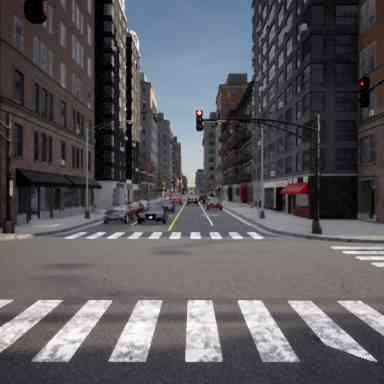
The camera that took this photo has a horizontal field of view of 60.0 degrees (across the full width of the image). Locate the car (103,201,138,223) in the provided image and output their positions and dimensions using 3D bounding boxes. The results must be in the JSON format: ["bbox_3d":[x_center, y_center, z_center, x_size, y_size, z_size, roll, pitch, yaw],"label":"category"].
[{"bbox_3d":[-5.365,1.545,24.838,2.008,1.369,4.403,0,0,0],"label":"car"}]

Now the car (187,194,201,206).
[{"bbox_3d":[0.102,1.482,54.960,1.837,1.490,4.892,0,0,0],"label":"car"}]

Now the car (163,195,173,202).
[{"bbox_3d":[-5.320,1.490,73.753,1.752,1.417,4.829,0,0,0],"label":"car"}]

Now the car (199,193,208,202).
[{"bbox_3d":[2.709,1.279,79.365,2.192,1.841,5.009,0,0,0],"label":"car"}]

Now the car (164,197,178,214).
[{"bbox_3d":[-2.817,1.553,35.467,1.994,1.385,4.181,0,0,0],"label":"car"}]

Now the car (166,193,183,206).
[{"bbox_3d":[-2.739,1.200,55.099,2.150,2.045,5.566,0,0,1],"label":"car"}]

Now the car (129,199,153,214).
[{"bbox_3d":[-5.355,1.515,35.576,1.752,1.417,4.829,0,0,0],"label":"car"}]

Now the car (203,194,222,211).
[{"bbox_3d":[2.676,1.426,41.185,1.967,1.590,4.097,0,0,0],"label":"car"}]

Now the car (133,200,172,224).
[{"bbox_3d":[-2.826,1.558,24.803,1.994,1.385,4.181,0,0,0],"label":"car"}]

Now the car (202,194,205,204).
[{"bbox_3d":[3.071,1.481,54.871,1.837,1.490,4.892,0,0,0],"label":"car"}]

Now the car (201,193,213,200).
[{"bbox_3d":[3.038,1.200,61.900,2.150,2.045,5.566,0,0,0],"label":"car"}]

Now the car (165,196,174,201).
[{"bbox_3d":[-5.315,1.546,79.376,1.802,1.307,4.206,0,0,0],"label":"car"}]
